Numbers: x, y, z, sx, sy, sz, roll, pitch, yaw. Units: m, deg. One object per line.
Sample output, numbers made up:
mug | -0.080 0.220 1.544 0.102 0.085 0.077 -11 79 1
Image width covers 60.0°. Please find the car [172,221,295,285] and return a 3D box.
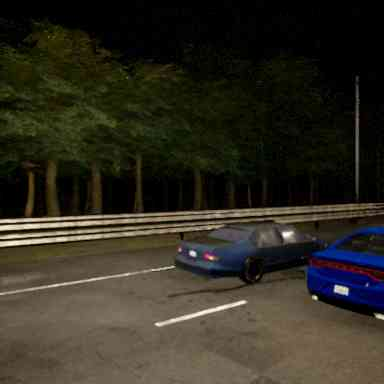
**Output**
car | 2.063 1.542 9.524 5.357 1.411 2.033 0 0 -36

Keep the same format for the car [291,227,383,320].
car | 4.494 1.471 6.965 5.008 1.535 1.882 0 0 -36
